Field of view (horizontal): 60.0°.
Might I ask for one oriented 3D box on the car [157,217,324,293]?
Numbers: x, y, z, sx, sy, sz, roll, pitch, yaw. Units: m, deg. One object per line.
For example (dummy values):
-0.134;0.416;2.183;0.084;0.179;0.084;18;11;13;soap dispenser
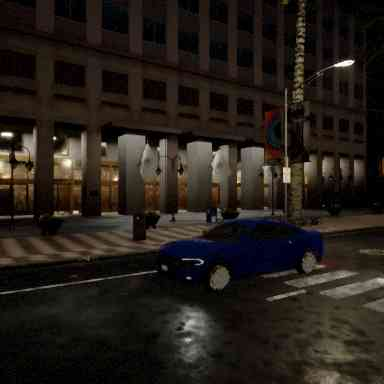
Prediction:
1.462;1.479;9.053;5.008;1.535;1.882;0;0;-33;car
